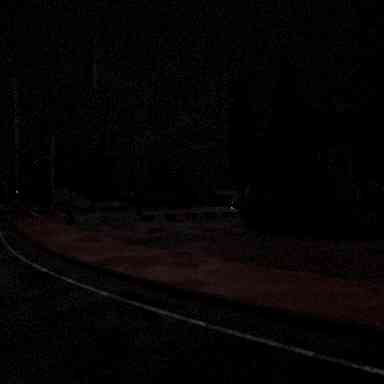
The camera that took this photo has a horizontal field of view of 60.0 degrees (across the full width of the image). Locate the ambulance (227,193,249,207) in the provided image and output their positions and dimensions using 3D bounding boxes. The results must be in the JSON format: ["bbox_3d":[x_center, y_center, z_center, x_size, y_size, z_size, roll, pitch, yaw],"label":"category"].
[{"bbox_3d":[9.151,1.452,59.388,6.366,2.431,2.351,0,-1,-32],"label":"ambulance"}]
